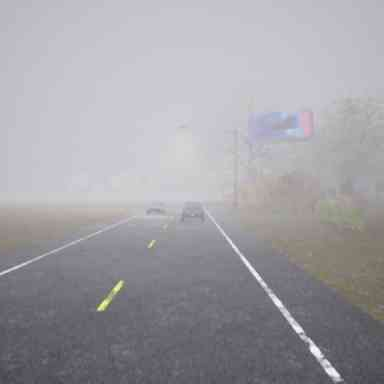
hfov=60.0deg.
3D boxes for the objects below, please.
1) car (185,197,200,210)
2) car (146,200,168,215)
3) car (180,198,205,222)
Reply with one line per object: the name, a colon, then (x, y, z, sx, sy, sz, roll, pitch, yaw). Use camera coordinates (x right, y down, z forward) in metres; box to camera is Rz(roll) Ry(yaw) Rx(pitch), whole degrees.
car: (0.060, 1.518, 44.025, 1.882, 1.535, 5.008, 0, 0, 0)
car: (-3.542, 1.580, 34.440, 2.033, 1.411, 5.357, 0, 0, 0)
car: (0.056, 1.517, 26.962, 2.128, 1.511, 4.902, 0, 0, 0)
